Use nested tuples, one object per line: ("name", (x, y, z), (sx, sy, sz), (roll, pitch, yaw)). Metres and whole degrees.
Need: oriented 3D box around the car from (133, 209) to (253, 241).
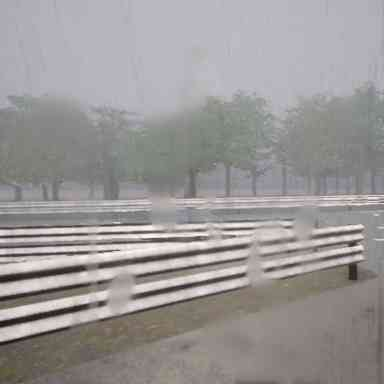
("car", (-0.042, 1.458, 14.777), (5.357, 1.411, 2.033), (-1, 1, -8))
